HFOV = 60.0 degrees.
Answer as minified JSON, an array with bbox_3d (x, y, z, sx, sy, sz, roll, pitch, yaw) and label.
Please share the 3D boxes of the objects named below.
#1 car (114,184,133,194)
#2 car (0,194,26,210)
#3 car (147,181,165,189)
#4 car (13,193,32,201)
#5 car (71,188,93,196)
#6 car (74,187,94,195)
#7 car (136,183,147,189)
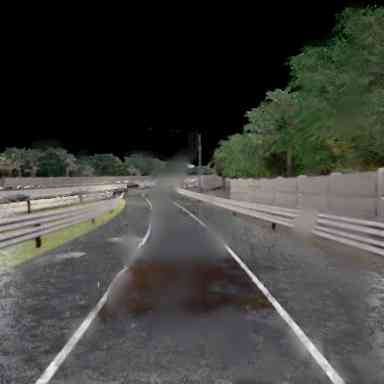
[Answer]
[{"bbox_3d":[-14.794,-0.333,70.216,1.837,1.490,4.892,0,3,12],"label":"car"},{"bbox_3d":[-21.722,1.450,38.003,1.812,1.442,4.674,0,3,12],"label":"car"},{"bbox_3d":[-9.963,-1.495,92.682,2.033,1.411,5.357,0,3,12],"label":"car"},{"bbox_3d":[-26.255,0.854,50.209,1.994,1.385,4.181,0,3,12],"label":"car"},{"bbox_3d":[-20.314,0.162,61.190,2.128,1.511,4.902,0,3,12],"label":"car"},{"bbox_3d":[-22.270,-0.189,68.747,1.812,1.442,4.674,0,3,12],"label":"car"},{"bbox_3d":[-13.384,-1.501,93.422,1.994,1.385,4.181,0,3,12],"label":"car"}]
